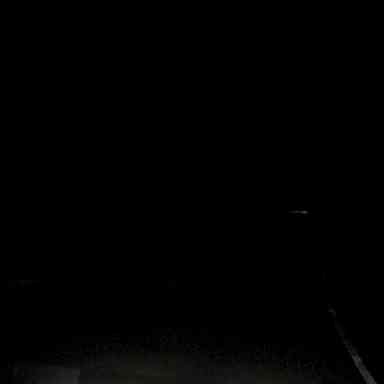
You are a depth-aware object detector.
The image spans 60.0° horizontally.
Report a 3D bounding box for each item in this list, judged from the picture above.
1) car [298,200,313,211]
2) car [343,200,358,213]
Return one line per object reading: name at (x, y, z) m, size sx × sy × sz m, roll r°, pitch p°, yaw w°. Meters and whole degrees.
car at (15.408, 1.724, 42.199) m, size 4.181 × 1.385 × 1.994 m, roll 1°, pitch 0°, yaw -30°
car at (17.553, 1.670, 39.398) m, size 4.902 × 1.511 × 2.128 m, roll 1°, pitch 0°, yaw -29°
